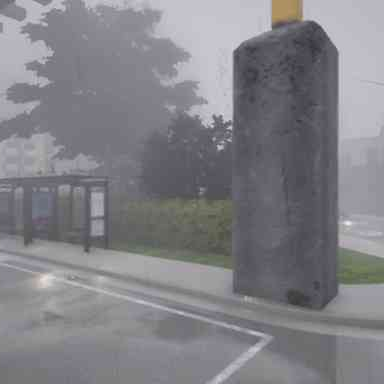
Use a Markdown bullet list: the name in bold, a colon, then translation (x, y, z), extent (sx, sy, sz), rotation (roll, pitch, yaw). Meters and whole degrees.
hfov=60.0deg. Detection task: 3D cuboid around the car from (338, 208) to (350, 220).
- **car**: translation (11.679, 1.676, 29.579), extent (2.033, 1.411, 5.357), rotation (0, 0, -9)
